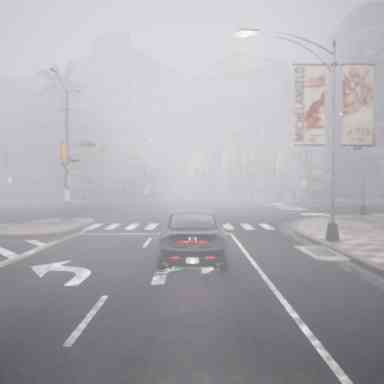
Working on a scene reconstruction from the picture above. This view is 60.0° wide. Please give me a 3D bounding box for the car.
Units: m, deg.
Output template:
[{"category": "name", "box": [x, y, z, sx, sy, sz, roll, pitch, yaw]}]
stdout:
[{"category": "car", "box": [0.021, 1.280, 10.006, 1.837, 1.490, 4.892, 0, 1, 0]}]
